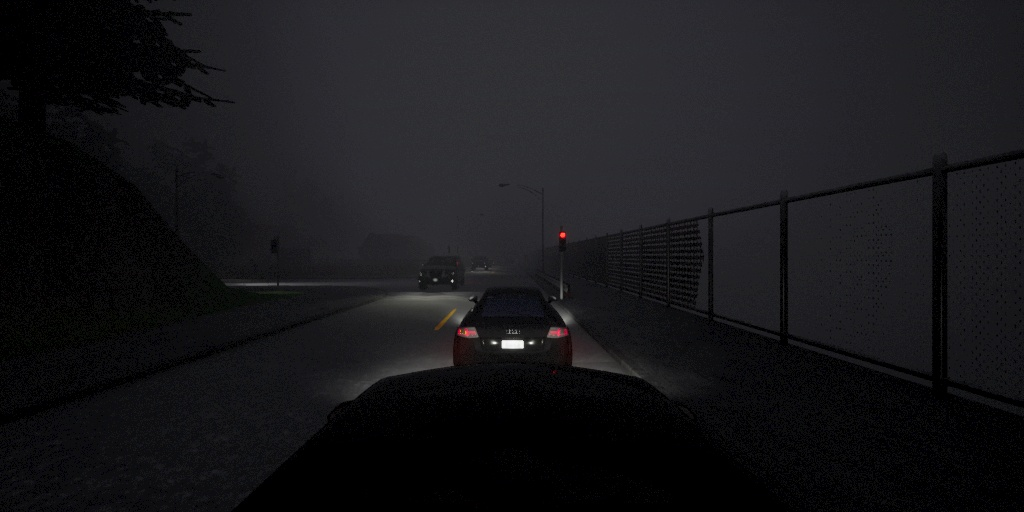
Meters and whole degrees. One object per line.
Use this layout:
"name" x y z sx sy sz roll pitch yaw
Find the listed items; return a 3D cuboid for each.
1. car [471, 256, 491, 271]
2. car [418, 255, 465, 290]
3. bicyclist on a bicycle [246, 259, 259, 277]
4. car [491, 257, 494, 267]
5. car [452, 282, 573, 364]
"car" -4.494 0.971 50.597 2.150 2.045 5.566 0 0 0
"car" -4.269 0.972 22.604 2.150 2.045 5.566 0 0 0
"bicyclist on a bicycle" -24.050 1.098 33.279 0.582 1.620 1.656 0 0 0
"car" -4.561 1.275 61.506 1.812 1.442 4.674 0 0 0
"car" 0.018 1.314 7.464 1.994 1.385 4.181 0 0 0
